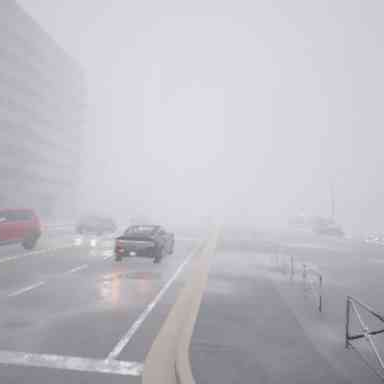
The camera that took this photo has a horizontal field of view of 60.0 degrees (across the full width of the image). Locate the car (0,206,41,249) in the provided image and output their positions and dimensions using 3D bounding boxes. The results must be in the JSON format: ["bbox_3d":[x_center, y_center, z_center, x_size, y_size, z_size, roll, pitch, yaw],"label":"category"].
[{"bbox_3d":[-9.077,1.669,15.047,2.150,2.045,5.566,2,-3,6],"label":"car"}]

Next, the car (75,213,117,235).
[{"bbox_3d":[-7.820,2.711,27.820,2.033,1.411,5.357,2,-3,6],"label":"car"}]

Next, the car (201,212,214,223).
[{"bbox_3d":[2.626,4.904,61.362,1.837,1.490,4.892,2,-3,6],"label":"car"}]

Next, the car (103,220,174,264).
[{"bbox_3d":[-1.980,2.228,14.908,2.128,1.511,4.902,2,-3,6],"label":"car"}]

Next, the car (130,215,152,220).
[{"bbox_3d":[-6.380,3.551,41.827,1.895,1.301,4.718,2,-3,6],"label":"car"}]

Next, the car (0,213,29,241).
[{"bbox_3d":[-12.137,2.063,19.728,2.128,1.511,4.902,2,-3,6],"label":"car"}]
